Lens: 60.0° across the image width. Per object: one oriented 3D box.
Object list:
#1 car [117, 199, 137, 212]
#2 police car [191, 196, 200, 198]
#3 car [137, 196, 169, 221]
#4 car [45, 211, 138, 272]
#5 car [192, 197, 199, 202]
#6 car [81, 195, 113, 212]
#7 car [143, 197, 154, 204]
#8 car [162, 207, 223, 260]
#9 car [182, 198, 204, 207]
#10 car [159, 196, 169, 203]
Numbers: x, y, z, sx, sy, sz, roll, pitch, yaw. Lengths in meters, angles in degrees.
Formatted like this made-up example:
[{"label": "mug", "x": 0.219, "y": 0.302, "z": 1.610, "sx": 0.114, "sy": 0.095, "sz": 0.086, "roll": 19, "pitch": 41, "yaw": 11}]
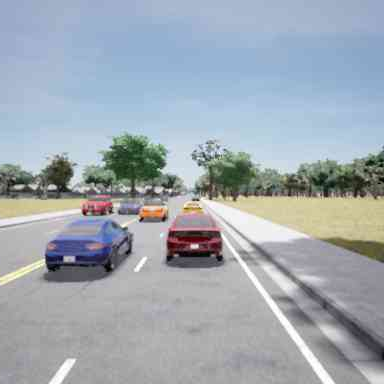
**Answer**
[{"label": "car", "x": -6.604, "y": 1.534, "z": 35.765, "sx": 2.097, "sy": 1.767, "sz": 4.553, "roll": 0, "pitch": 0, "yaw": 0}, {"label": "police car", "x": 0.949, "y": 1.916, "z": 82.935, "sx": 1.930, "sy": 1.638, "sz": 5.238, "roll": 0, "pitch": 0, "yaw": 0}, {"label": "car", "x": -3.166, "y": 1.497, "z": 28.763, "sx": 2.097, "sy": 1.767, "sz": 4.553, "roll": 0, "pitch": 0, "yaw": 0}, {"label": "car", "x": -3.165, "y": 1.577, "z": 10.907, "sx": 1.812, "sy": 1.442, "sz": 4.674, "roll": 0, "pitch": 0, "yaw": 0}, {"label": "car", "x": 0.945, "y": 2.068, "z": 92.825, "sx": 1.837, "sy": 1.490, "sz": 4.892, "roll": 0, "pitch": 0, "yaw": 0}, {"label": "car", "x": -9.858, "y": 1.397, "z": 35.126, "sx": 2.150, "sy": 2.045, "sz": 5.566, "roll": 0, "pitch": 0, "yaw": 0}, {"label": "car", "x": -9.774, "y": 1.873, "z": 75.214, "sx": 1.837, "sy": 1.490, "sz": 4.892, "roll": 0, "pitch": 0, "yaw": 0}, {"label": "car", "x": 0.087, "y": 1.538, "z": 12.723, "sx": 1.882, "sy": 1.535, "sz": 5.008, "roll": 0, "pitch": 0, "yaw": 0}, {"label": "car", "x": 0.086, "y": 1.632, "z": 30.562, "sx": 1.882, "sy": 1.535, "sz": 5.008, "roll": 0, "pitch": 0, "yaw": 0}, {"label": "car", "x": -6.525, "y": 1.761, "z": 77.850, "sx": 1.837, "sy": 1.490, "sz": 4.892, "roll": 0, "pitch": 0, "yaw": 0}]
